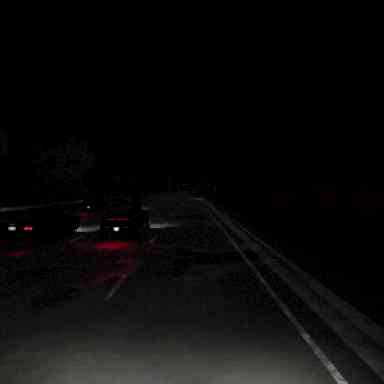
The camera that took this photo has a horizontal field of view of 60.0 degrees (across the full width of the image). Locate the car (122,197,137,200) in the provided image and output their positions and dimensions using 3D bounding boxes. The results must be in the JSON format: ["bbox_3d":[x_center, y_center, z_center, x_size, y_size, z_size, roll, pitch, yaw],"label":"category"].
[{"bbox_3d":[-6.916,1.277,36.844,1.812,1.442,4.674,0,0,0],"label":"car"}]

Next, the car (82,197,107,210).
[{"bbox_3d":[-10.403,1.263,35.831,1.837,1.490,4.892,0,0,0],"label":"car"}]

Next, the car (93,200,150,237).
[{"bbox_3d":[-3.401,1.387,17.357,1.837,1.490,4.892,0,0,0],"label":"car"}]

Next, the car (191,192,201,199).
[{"bbox_3d":[1.219,0.899,82.486,1.801,1.575,5.366,0,0,0],"label":"car"}]

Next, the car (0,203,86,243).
[{"bbox_3d":[-6.902,1.443,15.309,2.033,1.411,5.357,0,0,0],"label":"car"}]
